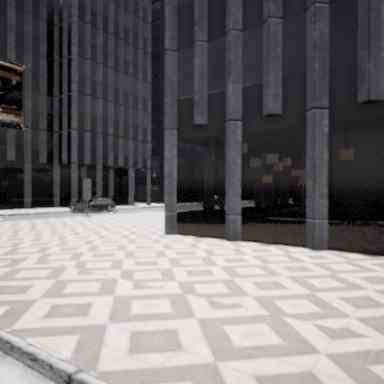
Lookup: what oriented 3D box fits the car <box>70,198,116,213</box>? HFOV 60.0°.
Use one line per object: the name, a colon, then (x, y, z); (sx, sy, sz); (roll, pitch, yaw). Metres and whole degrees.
car: (-10.086, 1.350, 34.122); (1.837, 1.490, 4.892); (0, 0, 36)
